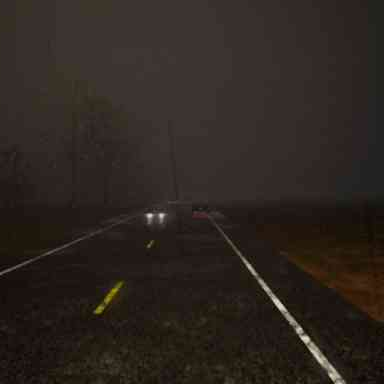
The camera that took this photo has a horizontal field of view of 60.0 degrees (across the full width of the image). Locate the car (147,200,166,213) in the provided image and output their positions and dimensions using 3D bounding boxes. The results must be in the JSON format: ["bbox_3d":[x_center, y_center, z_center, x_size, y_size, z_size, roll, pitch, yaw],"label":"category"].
[{"bbox_3d":[-3.857,1.573,36.937,2.033,1.411,5.357,0,0,-1],"label":"car"}]

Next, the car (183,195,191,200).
[{"bbox_3d":[-1.415,1.514,88.878,1.994,1.385,4.181,0,0,-2],"label":"car"}]

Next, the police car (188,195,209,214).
[{"bbox_3d":[0.811,1.449,35.728,1.930,1.638,5.238,0,0,-1],"label":"police car"}]

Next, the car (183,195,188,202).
[{"bbox_3d":[-0.913,1.489,71.414,1.895,1.301,4.718,0,0,-2],"label":"car"}]
